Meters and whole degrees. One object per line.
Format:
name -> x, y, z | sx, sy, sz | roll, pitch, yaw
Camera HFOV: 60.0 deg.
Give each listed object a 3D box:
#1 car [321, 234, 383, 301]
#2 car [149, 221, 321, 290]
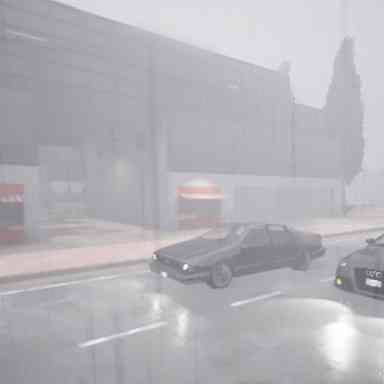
car -> 5.092, 1.554, 7.507 | 4.181, 1.385, 1.994 | 0, 0, -35
car -> 1.532, 1.540, 9.299 | 5.357, 1.411, 2.033 | 0, 0, -35
